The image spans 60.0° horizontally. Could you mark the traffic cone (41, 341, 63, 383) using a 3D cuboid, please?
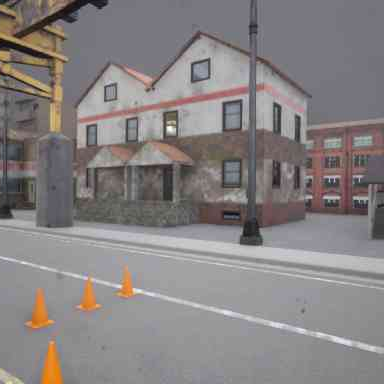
[{"bbox_3d":[-1.552,1.952,3.679,0.340,0.580,0.340,0,0,36],"label":"traffic cone"}]

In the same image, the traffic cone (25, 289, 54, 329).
[{"bbox_3d":[-2.589,1.949,5.660,0.340,0.580,0.340,0,0,36],"label":"traffic cone"}]

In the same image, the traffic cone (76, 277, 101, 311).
[{"bbox_3d":[-2.004,1.949,6.471,0.340,0.580,0.340,0,0,36],"label":"traffic cone"}]

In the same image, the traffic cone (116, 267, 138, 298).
[{"bbox_3d":[-1.419,1.949,7.282,0.340,0.580,0.340,0,0,36],"label":"traffic cone"}]
